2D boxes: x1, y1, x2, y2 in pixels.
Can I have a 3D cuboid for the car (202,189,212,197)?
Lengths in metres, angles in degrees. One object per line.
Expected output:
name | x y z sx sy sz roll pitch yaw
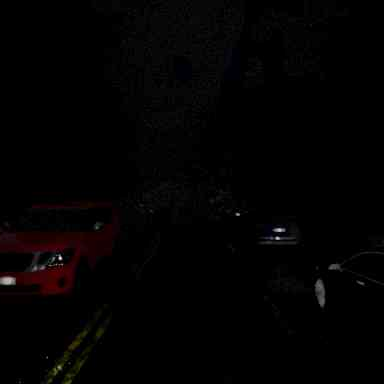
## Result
car | 3.194 0.183 69.533 1.837 1.490 4.892 0 3 0

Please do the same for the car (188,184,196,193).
car | -0.064 -0.491 80.031 1.812 1.442 4.674 0 3 0

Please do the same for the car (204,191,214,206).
car | 3.212 1.084 47.566 2.033 1.649 4.856 0 2 0

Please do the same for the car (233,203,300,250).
car | 3.239 1.479 14.588 2.033 1.649 4.856 0 0 0

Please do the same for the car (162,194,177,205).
car | -3.369 1.079 50.217 1.837 1.490 4.892 0 2 0

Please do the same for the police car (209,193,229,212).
police car | 3.221 1.293 36.692 1.930 1.638 5.238 0 1 0

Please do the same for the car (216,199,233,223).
car | 3.230 1.534 25.585 1.994 1.385 4.181 0 1 0

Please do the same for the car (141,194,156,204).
car | -6.612 1.077 50.874 1.812 1.442 4.674 0 2 0

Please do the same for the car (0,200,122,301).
car | -3.358 1.275 8.825 2.150 2.045 5.566 0 0 0

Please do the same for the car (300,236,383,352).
car | 3.346 1.544 4.854 1.837 1.490 4.892 0 0 0

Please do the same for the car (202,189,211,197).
car | 3.203 0.727 58.548 1.882 1.535 5.008 0 3 0
